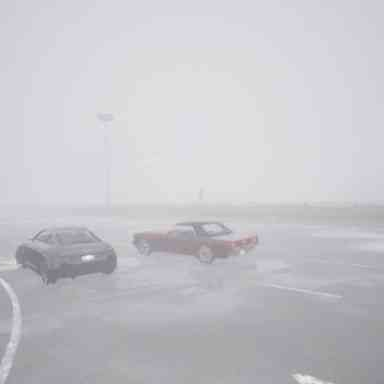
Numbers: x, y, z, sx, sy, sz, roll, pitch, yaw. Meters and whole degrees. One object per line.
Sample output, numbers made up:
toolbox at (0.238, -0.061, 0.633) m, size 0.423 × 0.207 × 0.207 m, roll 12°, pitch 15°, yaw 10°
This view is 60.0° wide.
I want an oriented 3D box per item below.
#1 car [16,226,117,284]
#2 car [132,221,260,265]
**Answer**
car at (-4.048, 1.776, 10.463) m, size 1.994 × 1.385 × 4.181 m, roll -1°, pitch -1°, yaw -39°
car at (-0.061, 1.726, 12.188) m, size 4.718 × 1.301 × 1.895 m, roll -2°, pitch -1°, yaw 40°
